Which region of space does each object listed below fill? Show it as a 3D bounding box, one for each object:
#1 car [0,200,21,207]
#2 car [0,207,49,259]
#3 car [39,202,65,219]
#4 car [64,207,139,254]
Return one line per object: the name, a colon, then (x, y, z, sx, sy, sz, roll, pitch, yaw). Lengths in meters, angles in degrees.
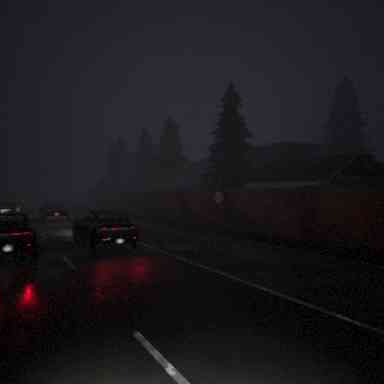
car: (-14.147, 1.416, 25.198, 2.097, 1.767, 4.553, 0, 0, -29)
car: (-6.776, 1.524, 12.231, 2.128, 1.511, 4.902, 0, 0, -29)
car: (-11.724, 1.559, 28.035, 1.882, 1.535, 5.008, 0, 0, -29)
car: (-3.732, 1.537, 13.957, 2.128, 1.511, 4.902, 0, 0, -29)
